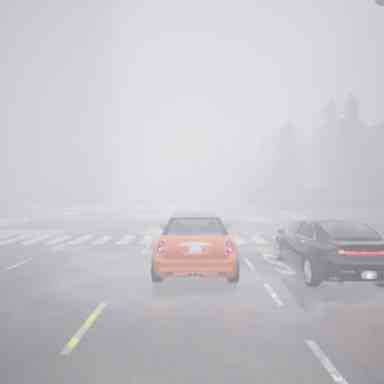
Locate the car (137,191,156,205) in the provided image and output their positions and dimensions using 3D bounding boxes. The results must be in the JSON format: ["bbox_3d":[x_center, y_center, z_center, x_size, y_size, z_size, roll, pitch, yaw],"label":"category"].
[{"bbox_3d":[-7.132,1.056,50.865,2.097,1.767,4.553,0,0,0],"label":"car"}]

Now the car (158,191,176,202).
[{"bbox_3d":[-3.668,1.048,52.394,2.097,1.767,4.553,0,0,-1],"label":"car"}]

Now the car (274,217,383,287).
[{"bbox_3d":[3.609,1.449,9.146,1.837,1.490,4.892,0,0,1],"label":"car"}]

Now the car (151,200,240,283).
[{"bbox_3d":[0.083,1.297,9.627,2.097,1.767,4.553,0,1,0],"label":"car"}]

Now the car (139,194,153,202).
[{"bbox_3d":[-9.098,1.180,65.564,1.994,1.385,4.181,0,0,-21],"label":"car"}]

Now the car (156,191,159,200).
[{"bbox_3d":[-6.135,0.828,67.678,2.150,2.045,5.566,0,1,-23],"label":"car"}]
